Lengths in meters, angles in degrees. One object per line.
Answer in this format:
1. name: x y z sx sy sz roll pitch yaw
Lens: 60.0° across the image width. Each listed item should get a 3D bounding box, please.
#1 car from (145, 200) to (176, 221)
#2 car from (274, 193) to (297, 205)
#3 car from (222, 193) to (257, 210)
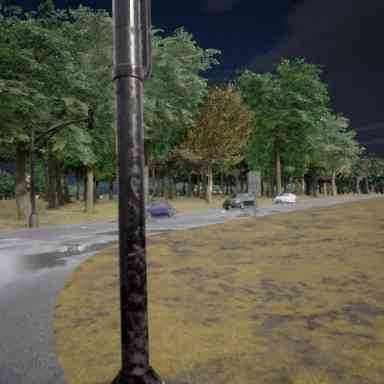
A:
1. car: -3.083 1.312 24.108 1.994 1.385 4.181 -3 -1 37
2. car: 12.580 0.878 44.636 1.812 1.442 4.674 -3 -1 38
3. car: 5.000 0.891 34.732 2.097 1.767 4.553 -3 -1 35
